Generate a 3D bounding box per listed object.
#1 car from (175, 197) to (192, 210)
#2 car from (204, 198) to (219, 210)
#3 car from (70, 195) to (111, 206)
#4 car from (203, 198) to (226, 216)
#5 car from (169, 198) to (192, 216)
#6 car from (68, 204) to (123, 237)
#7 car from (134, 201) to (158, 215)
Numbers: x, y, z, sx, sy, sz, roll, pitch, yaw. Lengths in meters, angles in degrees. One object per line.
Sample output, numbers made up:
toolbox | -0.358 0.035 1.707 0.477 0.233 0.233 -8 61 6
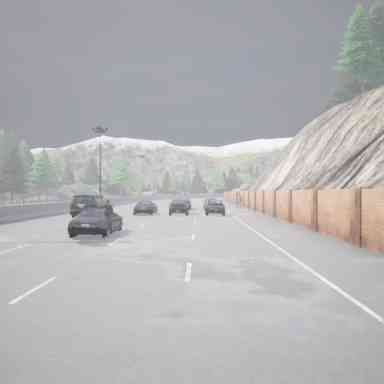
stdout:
car | -1.050 1.478 43.488 1.882 1.535 5.008 0 0 1
car | 2.446 1.526 43.277 1.812 1.442 4.674 0 0 1
car | -8.366 1.223 27.950 2.150 2.045 5.566 0 0 1
car | 2.234 1.491 32.831 2.128 1.511 4.902 0 0 1
car | -1.263 1.505 33.044 1.837 1.490 4.892 0 0 1
car | -5.072 1.564 17.949 1.994 1.385 4.181 0 0 1
car | -4.735 1.563 34.370 1.994 1.385 4.181 0 0 1
